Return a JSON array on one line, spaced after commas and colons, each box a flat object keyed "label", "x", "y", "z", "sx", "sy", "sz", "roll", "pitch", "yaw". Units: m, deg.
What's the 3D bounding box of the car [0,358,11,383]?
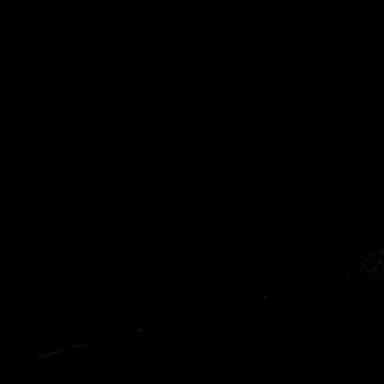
[{"label": "car", "x": -3.734, "y": 1.548, "z": 1.331, "sx": 5.357, "sy": 1.411, "sz": 2.033, "roll": 0, "pitch": 0, "yaw": -35}]
